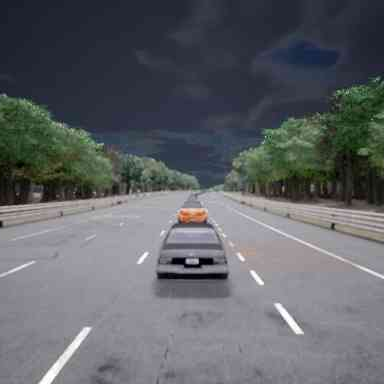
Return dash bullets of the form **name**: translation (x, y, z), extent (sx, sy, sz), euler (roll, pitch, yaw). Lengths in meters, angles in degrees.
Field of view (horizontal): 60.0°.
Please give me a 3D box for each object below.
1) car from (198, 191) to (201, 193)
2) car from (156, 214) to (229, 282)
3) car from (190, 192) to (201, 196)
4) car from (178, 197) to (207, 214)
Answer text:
- **car**: translation (0.590, 0.851, 86.472), extent (1.882, 1.535, 5.008), euler (0, 1, 2)
- **car**: translation (0.014, 1.628, 10.010), extent (2.033, 1.411, 5.357), euler (0, 0, 0)
- **car**: translation (0.158, 1.293, 64.958), extent (1.994, 1.385, 4.181), euler (0, 1, 1)
- **car**: translation (0.043, 1.491, 25.369), extent (2.097, 1.767, 4.553), euler (0, 0, 0)
